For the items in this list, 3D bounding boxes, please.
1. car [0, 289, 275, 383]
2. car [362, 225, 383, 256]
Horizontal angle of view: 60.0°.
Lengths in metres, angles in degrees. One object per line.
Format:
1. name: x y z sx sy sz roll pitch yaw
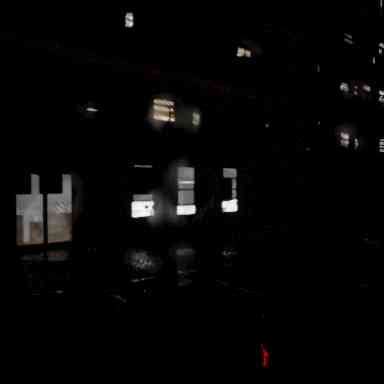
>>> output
1. car: -1.289 1.565 2.445 4.181 1.385 1.994 0 0 -35
2. car: 7.947 1.621 12.203 4.206 1.307 1.802 0 -1 -36
